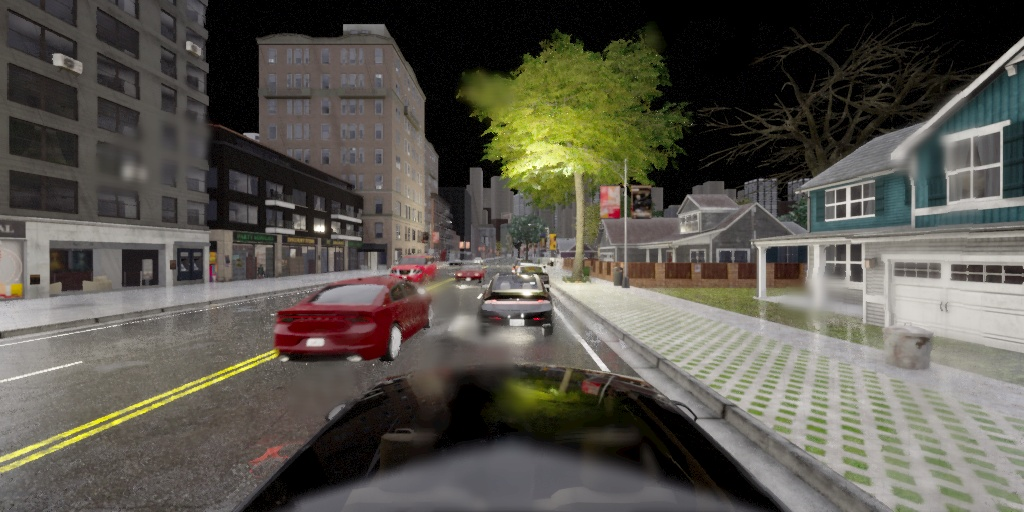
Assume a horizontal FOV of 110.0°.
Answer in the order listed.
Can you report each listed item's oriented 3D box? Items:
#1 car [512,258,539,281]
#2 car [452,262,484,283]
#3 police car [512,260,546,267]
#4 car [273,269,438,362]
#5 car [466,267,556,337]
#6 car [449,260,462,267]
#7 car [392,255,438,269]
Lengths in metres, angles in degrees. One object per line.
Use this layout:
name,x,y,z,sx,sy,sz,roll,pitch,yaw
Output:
car,1.054,1.082,30.370,2.097,1.767,4.553,0,0,0
car,-3.078,1.334,27.588,1.895,1.301,4.718,0,0,0
police car,1.027,1.165,20.510,1.930,1.638,5.238,0,0,0
car,-3.132,1.226,8.207,1.882,1.535,5.008,0,0,0
car,0.122,1.239,10.260,2.128,1.511,4.902,0,0,0
car,-9.635,1.301,61.940,1.895,1.301,4.718,0,0,1
car,-6.535,0.958,24.517,2.150,2.045,5.566,0,0,0
